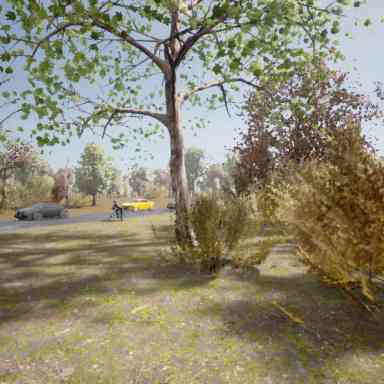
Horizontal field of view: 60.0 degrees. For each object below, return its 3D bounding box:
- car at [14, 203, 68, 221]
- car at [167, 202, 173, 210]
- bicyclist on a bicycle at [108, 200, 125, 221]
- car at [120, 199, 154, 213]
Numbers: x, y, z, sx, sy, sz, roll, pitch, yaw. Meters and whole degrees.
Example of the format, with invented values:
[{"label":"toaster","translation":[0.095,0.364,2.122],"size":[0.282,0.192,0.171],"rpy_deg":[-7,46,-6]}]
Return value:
[{"label":"car","translation":[-12.344,1.602,27.467],"size":[1.994,1.385,4.181],"rpy_deg":[0,0,27]},{"label":"car","translation":[-1.171,1.612,42.439],"size":[2.033,1.411,5.357],"rpy_deg":[0,0,27]},{"label":"bicyclist on a bicycle","translation":[-5.933,1.483,26.076],"size":[1.656,1.620,0.582],"rpy_deg":[0,0,27]},{"label":"car","translation":[-6.413,1.540,39.160],"size":[1.882,1.535,5.008],"rpy_deg":[0,0,27]}]
